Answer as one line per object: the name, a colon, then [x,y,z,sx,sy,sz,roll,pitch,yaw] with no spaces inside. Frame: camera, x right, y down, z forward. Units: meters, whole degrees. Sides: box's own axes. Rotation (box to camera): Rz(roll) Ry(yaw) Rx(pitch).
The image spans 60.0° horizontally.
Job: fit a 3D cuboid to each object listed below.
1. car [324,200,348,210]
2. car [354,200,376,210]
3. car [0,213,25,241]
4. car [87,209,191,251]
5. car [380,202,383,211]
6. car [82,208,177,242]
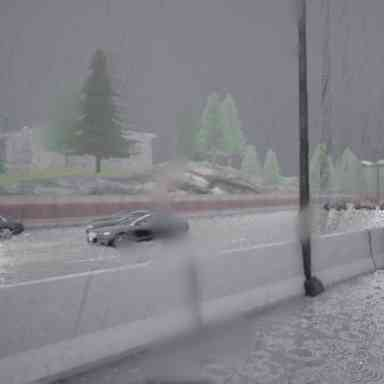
car: [21.481,1.937,49.299,2.033,1.411,5.357,-1,-1,42]
car: [25.024,1.902,48.042,1.994,1.385,4.181,-1,-1,42]
car: [-11.436,1.840,17.344,4.892,1.490,1.837,0,-1,-36]
car: [-2.319,1.710,15.491,4.902,1.511,2.128,0,-1,-38]
car: [26.758,1.843,44.716,1.994,1.385,4.181,-1,-1,42]
car: [-3.500,1.765,19.009,4.902,1.511,2.128,0,-1,-39]
